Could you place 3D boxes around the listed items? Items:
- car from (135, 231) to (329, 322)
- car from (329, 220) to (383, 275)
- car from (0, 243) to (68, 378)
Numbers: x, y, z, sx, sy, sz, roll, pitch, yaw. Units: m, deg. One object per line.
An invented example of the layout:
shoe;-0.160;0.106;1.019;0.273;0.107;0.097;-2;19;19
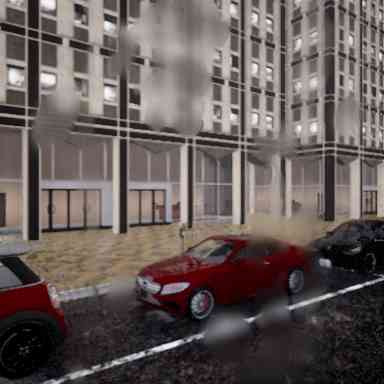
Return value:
car;0.848;1.582;7.161;4.206;1.307;1.802;0;0;-35
car;5.449;1.567;10.440;4.313;1.339;1.947;0;0;-35
car;-3.752;1.441;3.884;4.097;1.590;1.967;0;0;-35
